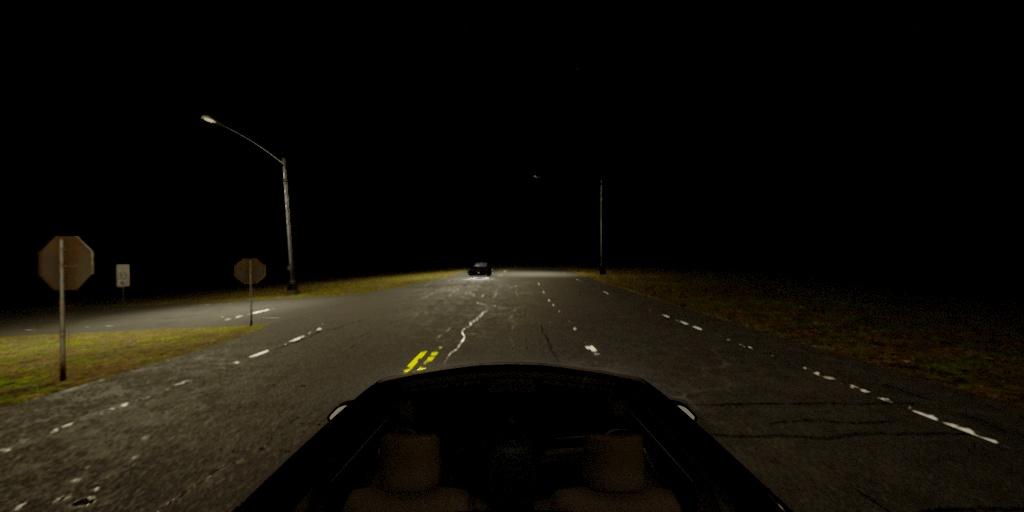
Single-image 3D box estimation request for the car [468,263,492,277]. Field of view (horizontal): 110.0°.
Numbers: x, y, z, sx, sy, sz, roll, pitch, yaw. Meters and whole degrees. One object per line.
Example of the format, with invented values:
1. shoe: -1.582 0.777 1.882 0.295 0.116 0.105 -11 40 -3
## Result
1. car: -3.016 1.330 34.945 1.994 1.385 4.181 0 0 2
